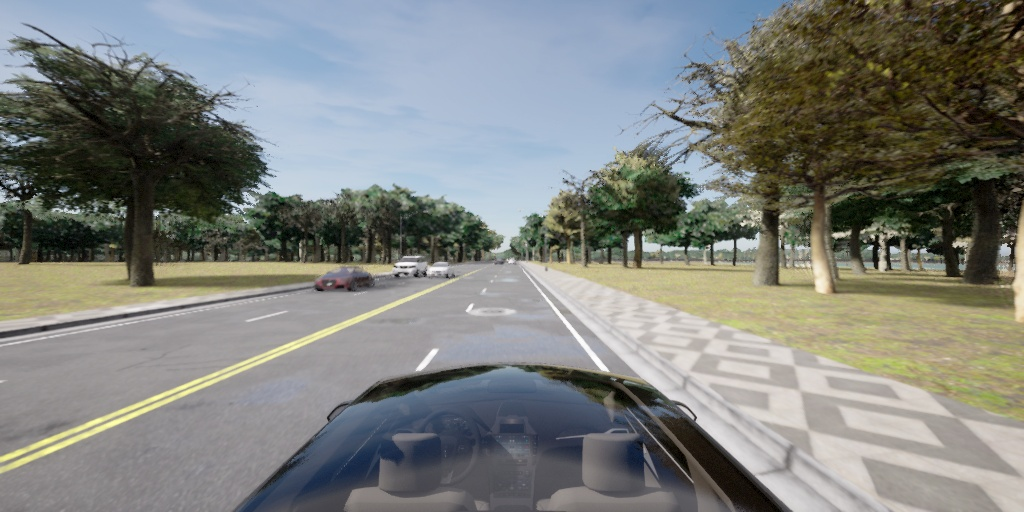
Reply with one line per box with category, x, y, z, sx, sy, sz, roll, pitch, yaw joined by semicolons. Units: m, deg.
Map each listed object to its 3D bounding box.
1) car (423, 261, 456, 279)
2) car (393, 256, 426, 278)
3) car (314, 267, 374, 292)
car;-6.524;1.304;33.255;1.812;1.442;4.674;0;0;0
car;-9.756;1.006;34.974;2.150;2.045;5.566;0;-1;0
car;-9.776;1.325;21.204;1.994;1.385;4.181;0;0;1
